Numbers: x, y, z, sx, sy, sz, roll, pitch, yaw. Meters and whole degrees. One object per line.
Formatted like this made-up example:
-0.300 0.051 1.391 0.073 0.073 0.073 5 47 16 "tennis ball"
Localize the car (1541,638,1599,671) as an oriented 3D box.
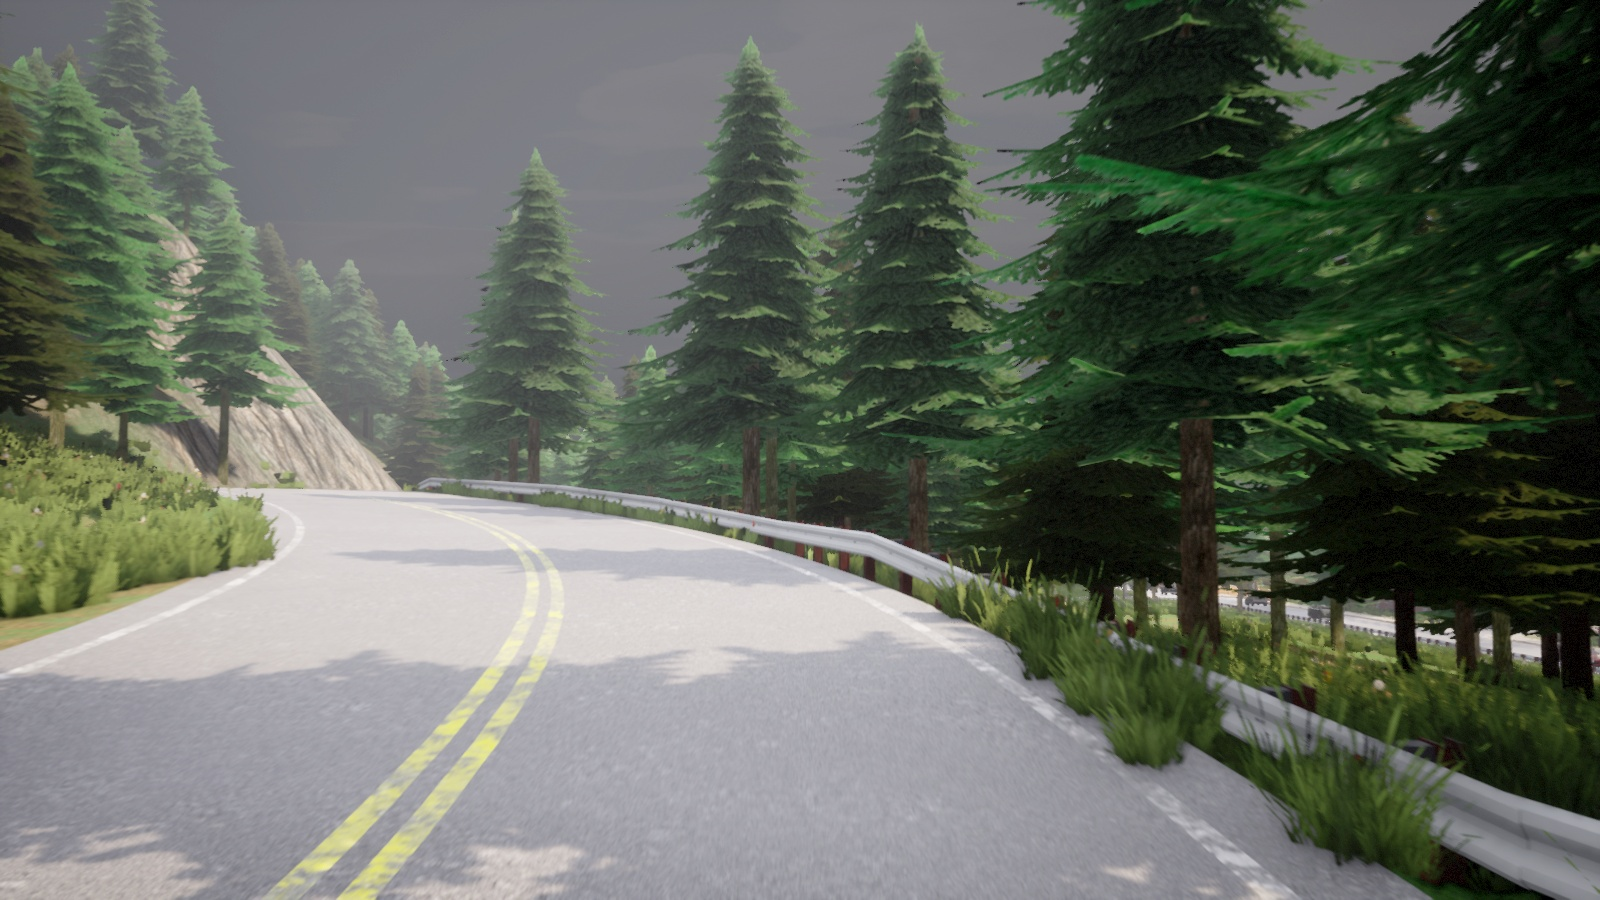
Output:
47.374 12.495 76.816 1.851 1.617 3.988 0 -4 4 "car"
